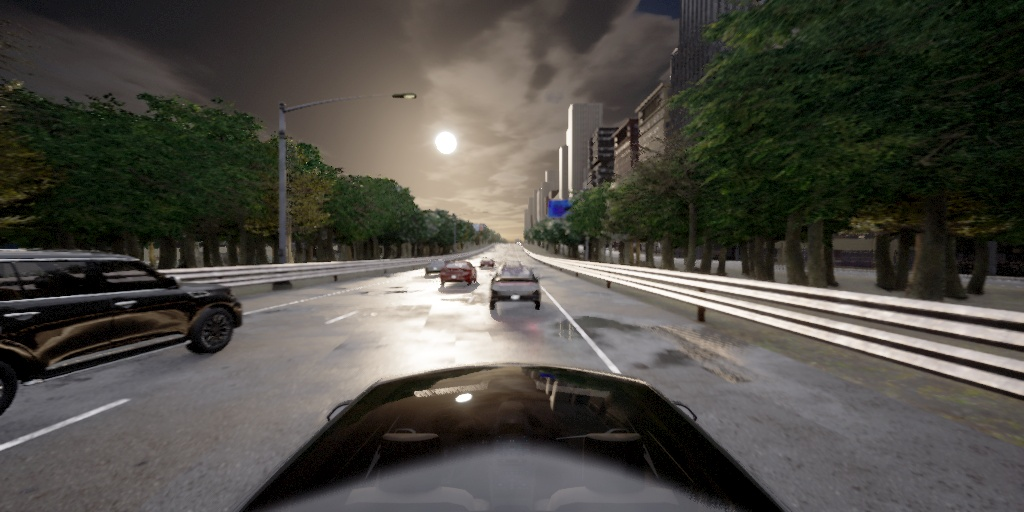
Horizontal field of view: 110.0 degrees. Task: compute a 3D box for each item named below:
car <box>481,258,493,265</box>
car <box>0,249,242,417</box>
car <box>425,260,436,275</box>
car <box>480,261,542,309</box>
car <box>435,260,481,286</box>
[{"bbox_3d":[-3.381,0.937,50.128,1.895,1.301,4.718,0,1,0],"label":"car"},{"bbox_3d":[-6.900,0.924,5.338,2.150,2.045,5.566,0,1,0],"label":"car"},{"bbox_3d":[-6.887,1.081,34.122,1.994,1.385,4.181,0,0,0],"label":"car"},{"bbox_3d":[0.104,1.119,14.097,2.128,1.511,4.902,0,0,0],"label":"car"},{"bbox_3d":[-3.392,1.057,23.443,1.882,1.535,5.008,0,0,0],"label":"car"}]
